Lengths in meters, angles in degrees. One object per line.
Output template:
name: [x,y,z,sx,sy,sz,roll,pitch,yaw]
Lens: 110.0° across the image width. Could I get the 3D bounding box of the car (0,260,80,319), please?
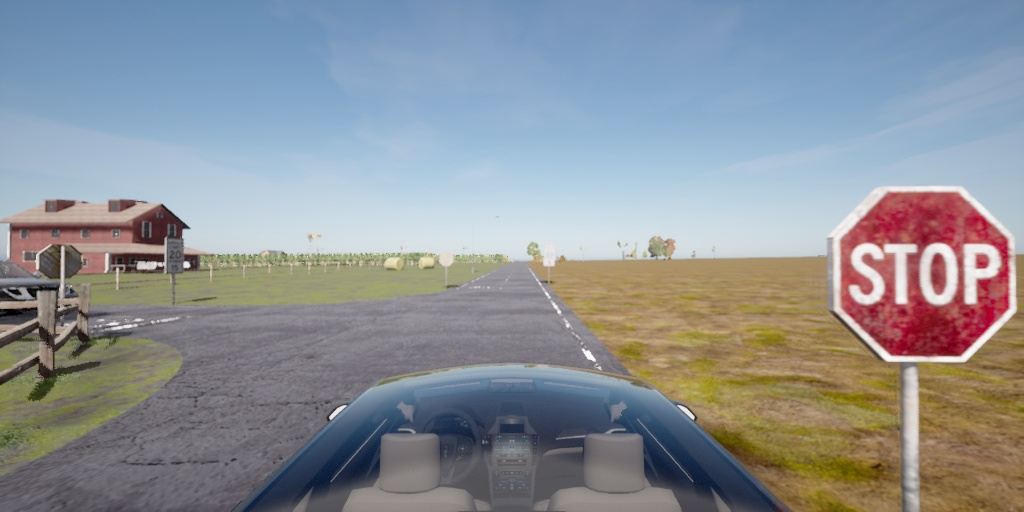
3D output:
car: [-17.157,1.090,11.206,5.566,2.045,2.150,0,-1,1]
